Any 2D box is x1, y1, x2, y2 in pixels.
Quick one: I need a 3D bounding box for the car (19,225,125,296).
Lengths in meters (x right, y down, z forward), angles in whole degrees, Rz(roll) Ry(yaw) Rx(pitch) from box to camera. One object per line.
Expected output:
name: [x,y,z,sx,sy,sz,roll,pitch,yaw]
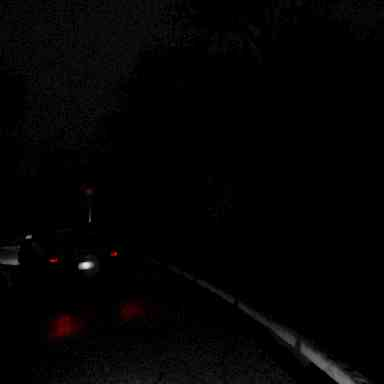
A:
car: [-3.361,1.572,8.919,1.994,1.385,4.181,0,0,-32]
